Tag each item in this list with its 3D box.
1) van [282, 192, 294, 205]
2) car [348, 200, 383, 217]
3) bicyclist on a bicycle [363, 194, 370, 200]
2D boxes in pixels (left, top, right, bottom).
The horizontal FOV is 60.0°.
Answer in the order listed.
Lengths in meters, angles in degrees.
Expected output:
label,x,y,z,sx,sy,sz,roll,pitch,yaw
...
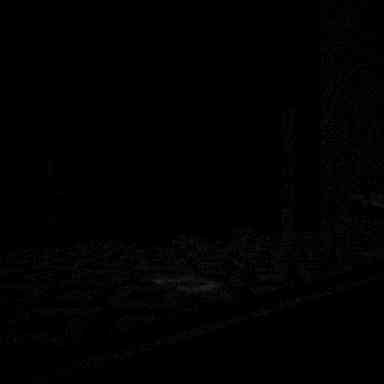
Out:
label,x,y,z,sx,sy,sz,roll,pitch,yaw
van,12.282,0.930,46.588,1.690,1.788,3.998,1,0,-36
car,14.846,1.367,28.314,2.008,1.369,4.403,1,0,-36
bicyclist on a bicycle,20.870,1.030,39.644,1.656,1.620,0.582,0,1,-36
